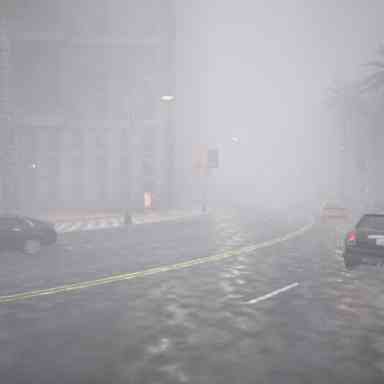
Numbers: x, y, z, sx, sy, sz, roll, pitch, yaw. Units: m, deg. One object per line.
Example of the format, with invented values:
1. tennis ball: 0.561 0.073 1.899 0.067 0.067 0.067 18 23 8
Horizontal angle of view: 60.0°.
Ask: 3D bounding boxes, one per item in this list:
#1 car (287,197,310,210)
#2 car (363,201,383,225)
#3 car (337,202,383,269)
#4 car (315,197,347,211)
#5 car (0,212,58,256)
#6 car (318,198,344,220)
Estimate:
1. car: 13.834 1.452 43.500 1.882 1.535 5.008 0 0 2
2. car: 14.426 1.482 25.001 2.128 1.511 4.902 0 0 20
3. car: 6.371 1.348 10.387 2.097 1.767 4.553 0 0 39
4. car: 17.256 1.470 41.495 2.128 1.511 4.902 0 0 3
5. car: -7.223 1.490 11.434 4.892 1.490 1.837 0 1 -39
6. car: 11.548 1.464 27.396 1.882 1.535 5.008 0 0 18
